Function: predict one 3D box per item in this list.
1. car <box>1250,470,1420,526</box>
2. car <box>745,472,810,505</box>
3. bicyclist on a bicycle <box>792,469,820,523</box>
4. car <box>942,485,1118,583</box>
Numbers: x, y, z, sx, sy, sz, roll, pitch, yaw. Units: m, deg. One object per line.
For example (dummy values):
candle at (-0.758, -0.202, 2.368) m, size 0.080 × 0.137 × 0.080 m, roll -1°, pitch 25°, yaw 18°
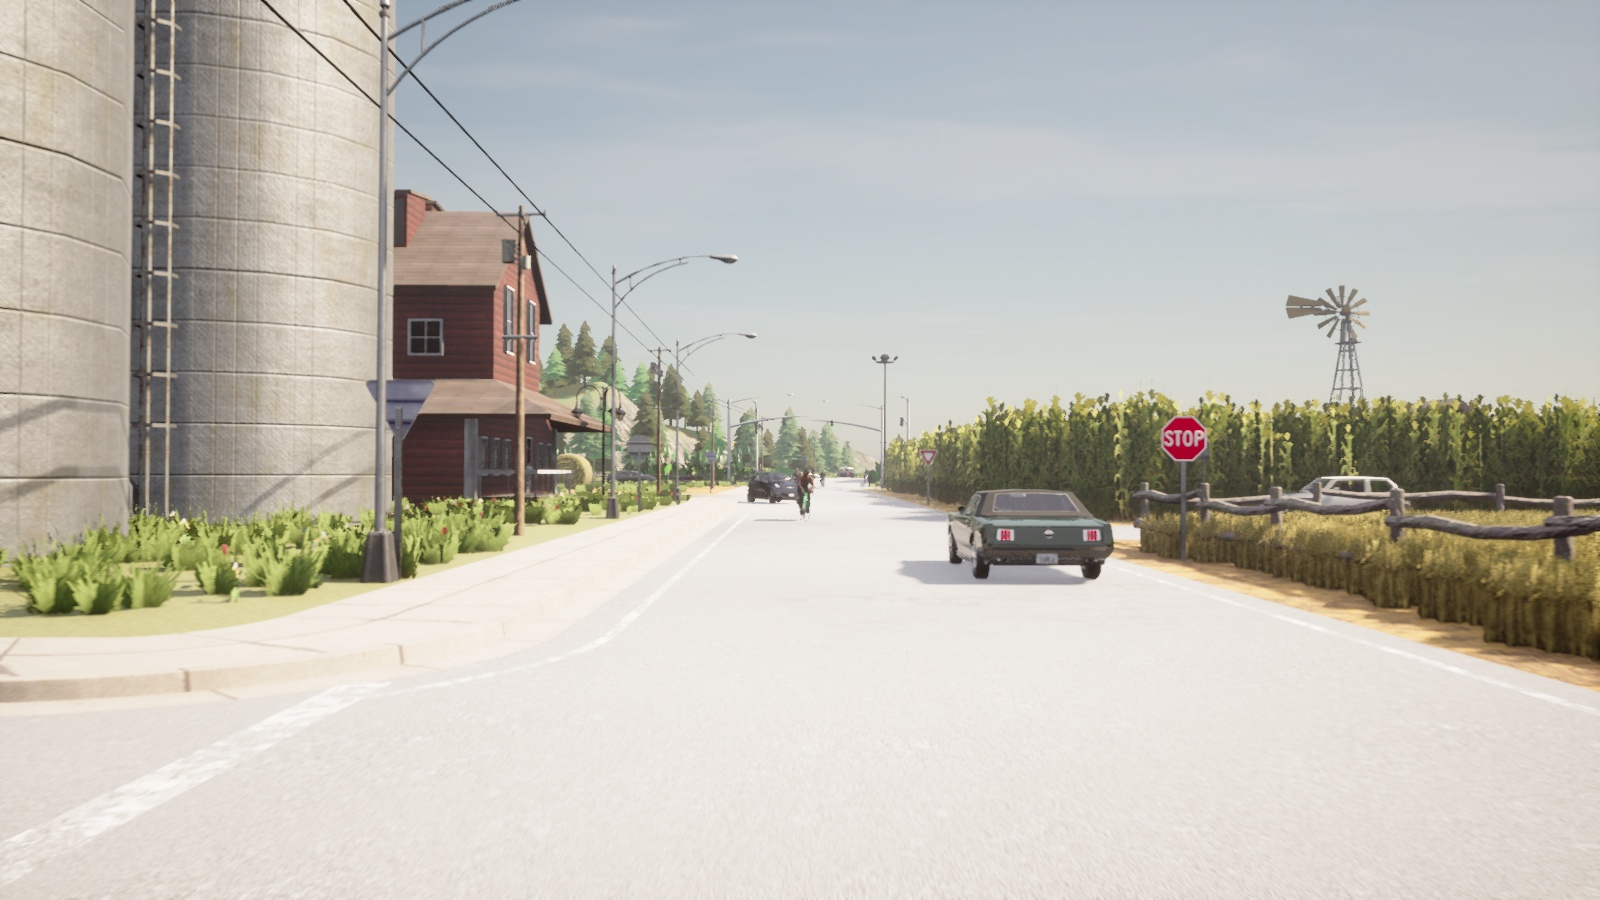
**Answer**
car at (14.617, 1.297, 34.478) m, size 3.806 × 1.475 × 1.970 m, roll 0°, pitch -1°, yaw 0°
car at (-1.110, 1.830, 60.059) m, size 1.845 × 1.501 × 3.633 m, roll 1°, pitch -1°, yaw -24°
bicyclist on a bicycle at (0.172, 1.421, 39.160) m, size 0.582 × 1.620 × 1.656 m, roll 0°, pitch -1°, yaw -10°
car at (3.453, 1.231, 19.756) m, size 1.895 × 1.301 × 4.718 m, roll 0°, pitch -1°, yaw 0°
